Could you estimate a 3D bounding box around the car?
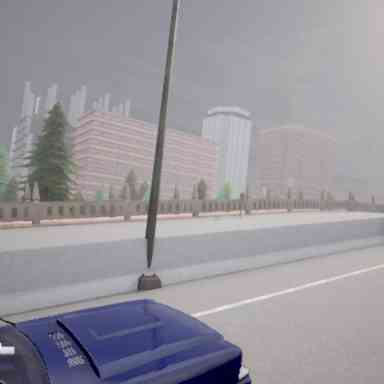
[{"bbox_3d":[-1.793,1.601,2.468,4.718,1.301,1.895,0,0,-35],"label":"car"}]
